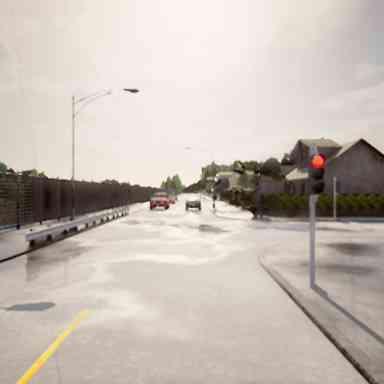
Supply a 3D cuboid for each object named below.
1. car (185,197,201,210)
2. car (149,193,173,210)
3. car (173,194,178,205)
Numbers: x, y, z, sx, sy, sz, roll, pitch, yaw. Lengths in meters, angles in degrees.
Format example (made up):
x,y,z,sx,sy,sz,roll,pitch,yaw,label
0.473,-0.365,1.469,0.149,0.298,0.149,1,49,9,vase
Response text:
x,y,z,sx,sy,sz,roll,pitch,yaw,label
0.162,1.417,41.355,2.128,1.511,4.902,0,0,0,car
-4.020,1.147,42.068,2.150,2.045,5.566,0,0,0,car
-3.979,1.251,55.986,2.097,1.767,4.553,0,0,0,car
